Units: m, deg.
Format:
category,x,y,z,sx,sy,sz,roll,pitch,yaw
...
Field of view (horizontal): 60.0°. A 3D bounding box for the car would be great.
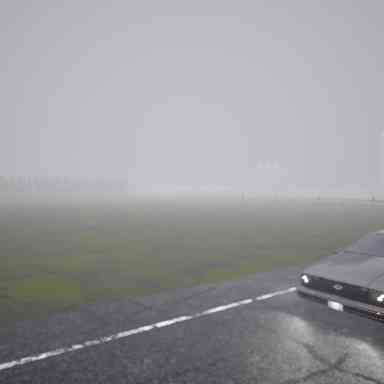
category,x,y,z,sx,sy,sz,roll,pitch,yaw
car,4.620,1.550,7.191,5.357,1.411,2.033,0,0,-35
